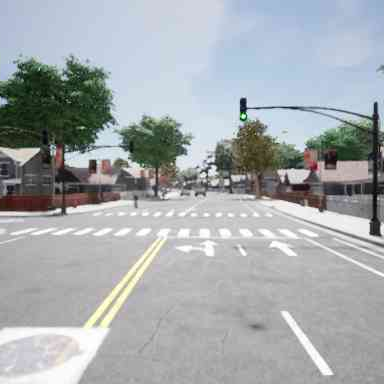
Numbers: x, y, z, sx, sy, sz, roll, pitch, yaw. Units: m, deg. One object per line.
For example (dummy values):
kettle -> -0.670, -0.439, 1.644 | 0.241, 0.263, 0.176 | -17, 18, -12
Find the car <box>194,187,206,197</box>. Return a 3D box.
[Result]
car -> 1.821, -0.019, 70.865 | 2.150, 2.045, 5.566 | 0, 1, 6

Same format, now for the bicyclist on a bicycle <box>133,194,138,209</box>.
bicyclist on a bicycle -> -6.218, 1.049, 36.833 | 0.582, 1.620, 1.656 | 0, 1, 3

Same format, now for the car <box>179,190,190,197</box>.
car -> -1.410, 0.274, 71.208 | 1.812, 1.442, 4.674 | 0, 1, 6

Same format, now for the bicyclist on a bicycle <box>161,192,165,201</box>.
bicyclist on a bicycle -> -5.008, 0.774, 58.011 | 0.866, 1.612, 1.509 | -1, -2, 0
